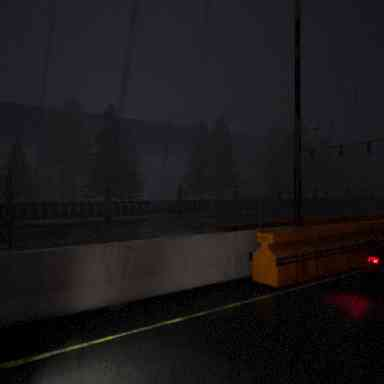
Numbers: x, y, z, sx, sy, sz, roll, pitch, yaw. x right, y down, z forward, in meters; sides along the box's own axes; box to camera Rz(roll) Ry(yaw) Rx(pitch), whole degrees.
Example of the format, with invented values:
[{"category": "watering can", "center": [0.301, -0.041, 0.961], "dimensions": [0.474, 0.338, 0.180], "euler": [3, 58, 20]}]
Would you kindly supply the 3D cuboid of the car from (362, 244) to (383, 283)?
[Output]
[{"category": "car", "center": [6.364, 1.545, 8.282], "dimensions": [5.357, 1.411, 2.033], "euler": [0, 0, -35]}]
